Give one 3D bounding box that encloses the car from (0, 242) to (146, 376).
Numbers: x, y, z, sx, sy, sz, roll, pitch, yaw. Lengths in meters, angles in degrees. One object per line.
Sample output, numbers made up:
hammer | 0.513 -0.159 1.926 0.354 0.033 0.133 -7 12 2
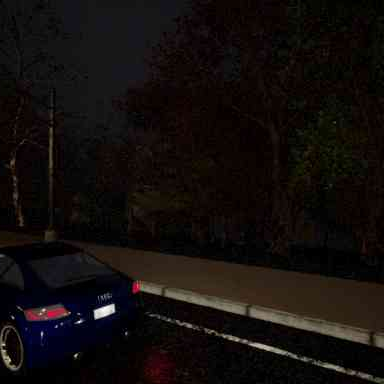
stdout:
car | -2.775 1.564 5.645 4.181 1.385 1.994 0 0 37
